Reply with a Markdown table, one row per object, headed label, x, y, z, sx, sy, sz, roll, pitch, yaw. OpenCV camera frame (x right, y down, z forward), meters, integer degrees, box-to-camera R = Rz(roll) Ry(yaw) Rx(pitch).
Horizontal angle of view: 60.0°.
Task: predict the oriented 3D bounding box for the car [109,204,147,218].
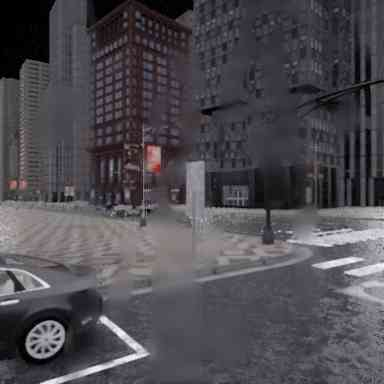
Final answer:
| label | x | y | z | sx | sy | sz | roll | pitch | yaw |
| --- | --- | --- | --- | --- | --- | --- | --- | --- | --- |
| car | -7.519 | 2.185 | 38.638 | 1.837 | 1.490 | 4.892 | 0 | -1 | -36 |

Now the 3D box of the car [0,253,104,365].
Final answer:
| label | x | y | z | sx | sy | sz | roll | pitch | yaw |
| --- | --- | --- | --- | --- | --- | --- | --- | --- | --- |
| car | -3.374 | 1.550 | 4.243 | 4.403 | 1.369 | 2.008 | 0 | 0 | -36 |

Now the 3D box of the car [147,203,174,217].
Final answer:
| label | x | y | z | sx | sy | sz | roll | pitch | yaw |
| --- | --- | --- | --- | --- | --- | --- | --- | --- | --- |
| car | -4.025 | 2.129 | 39.350 | 1.882 | 1.535 | 5.008 | 0 | -1 | -36 |

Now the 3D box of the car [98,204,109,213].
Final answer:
| label | x | y | z | sx | sy | sz | roll | pitch | yaw |
| --- | --- | --- | --- | --- | --- | --- | --- | --- | --- |
| car | -14.231 | 2.590 | 53.641 | 1.994 | 1.385 | 4.181 | 0 | -1 | -36 |

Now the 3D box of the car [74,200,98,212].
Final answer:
| label | x | y | z | sx | sy | sz | roll | pitch | yaw |
| --- | --- | --- | --- | --- | --- | --- | --- | --- | --- |
| car | -16.887 | 1.999 | 51.767 | 2.097 | 1.767 | 4.553 | 0 | -1 | -36 |
